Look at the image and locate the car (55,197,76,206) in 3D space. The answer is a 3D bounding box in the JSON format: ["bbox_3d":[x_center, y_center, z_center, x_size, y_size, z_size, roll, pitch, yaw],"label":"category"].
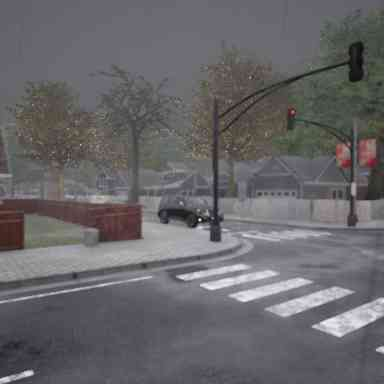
[{"bbox_3d":[-22.006,1.582,57.683,2.128,1.511,4.902,0,0,-36],"label":"car"}]

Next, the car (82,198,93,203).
[{"bbox_3d":[-16.340,1.635,49.879,1.994,1.385,4.181,0,0,-35],"label":"car"}]

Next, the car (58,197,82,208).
[{"bbox_3d":[-17.636,1.545,46.780,2.128,1.511,4.902,0,0,-35],"label":"car"}]

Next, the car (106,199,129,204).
[{"bbox_3d":[-7.118,1.500,32.013,1.882,1.535,5.008,0,0,-36],"label":"car"}]

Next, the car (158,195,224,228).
[{"bbox_3d":[-0.252,1.227,22.429,2.150,2.045,5.566,0,0,-36],"label":"car"}]
